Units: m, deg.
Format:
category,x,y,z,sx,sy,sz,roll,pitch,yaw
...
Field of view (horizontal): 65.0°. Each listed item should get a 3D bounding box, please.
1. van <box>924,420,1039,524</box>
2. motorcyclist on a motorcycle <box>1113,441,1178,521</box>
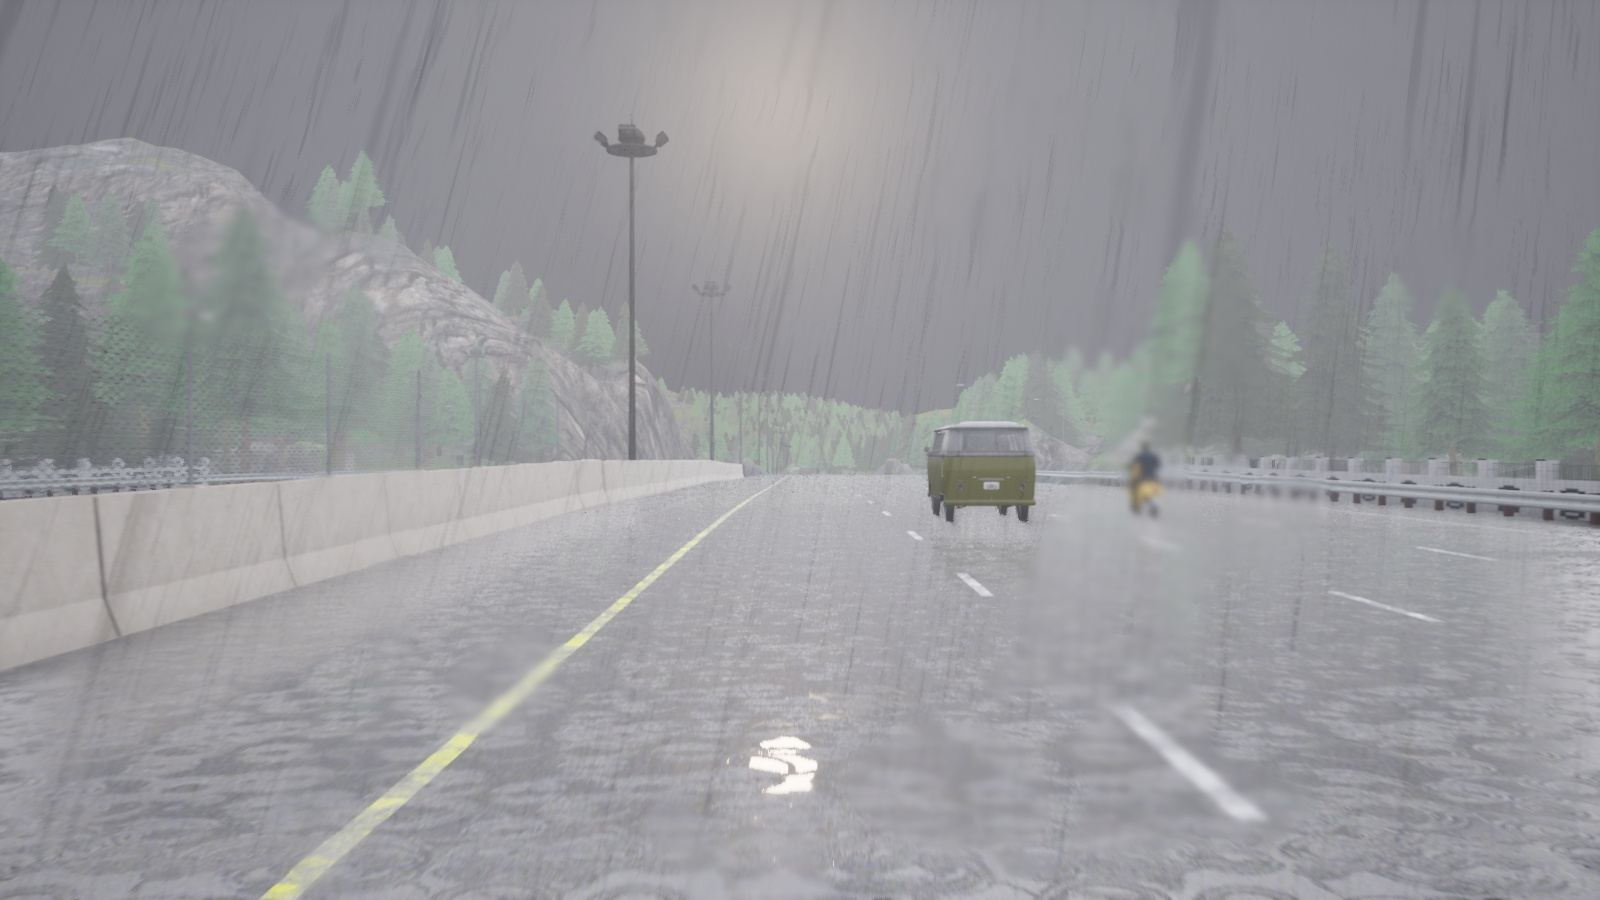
category,x,y,z,sx,sy,sz,roll,pitch,yaw
van,3.664,0.420,26.092,1.775,1.987,4.442,0,0,0
motorcyclist on a motorcycle,7.164,0.623,26.130,0.866,1.590,1.817,0,0,0
